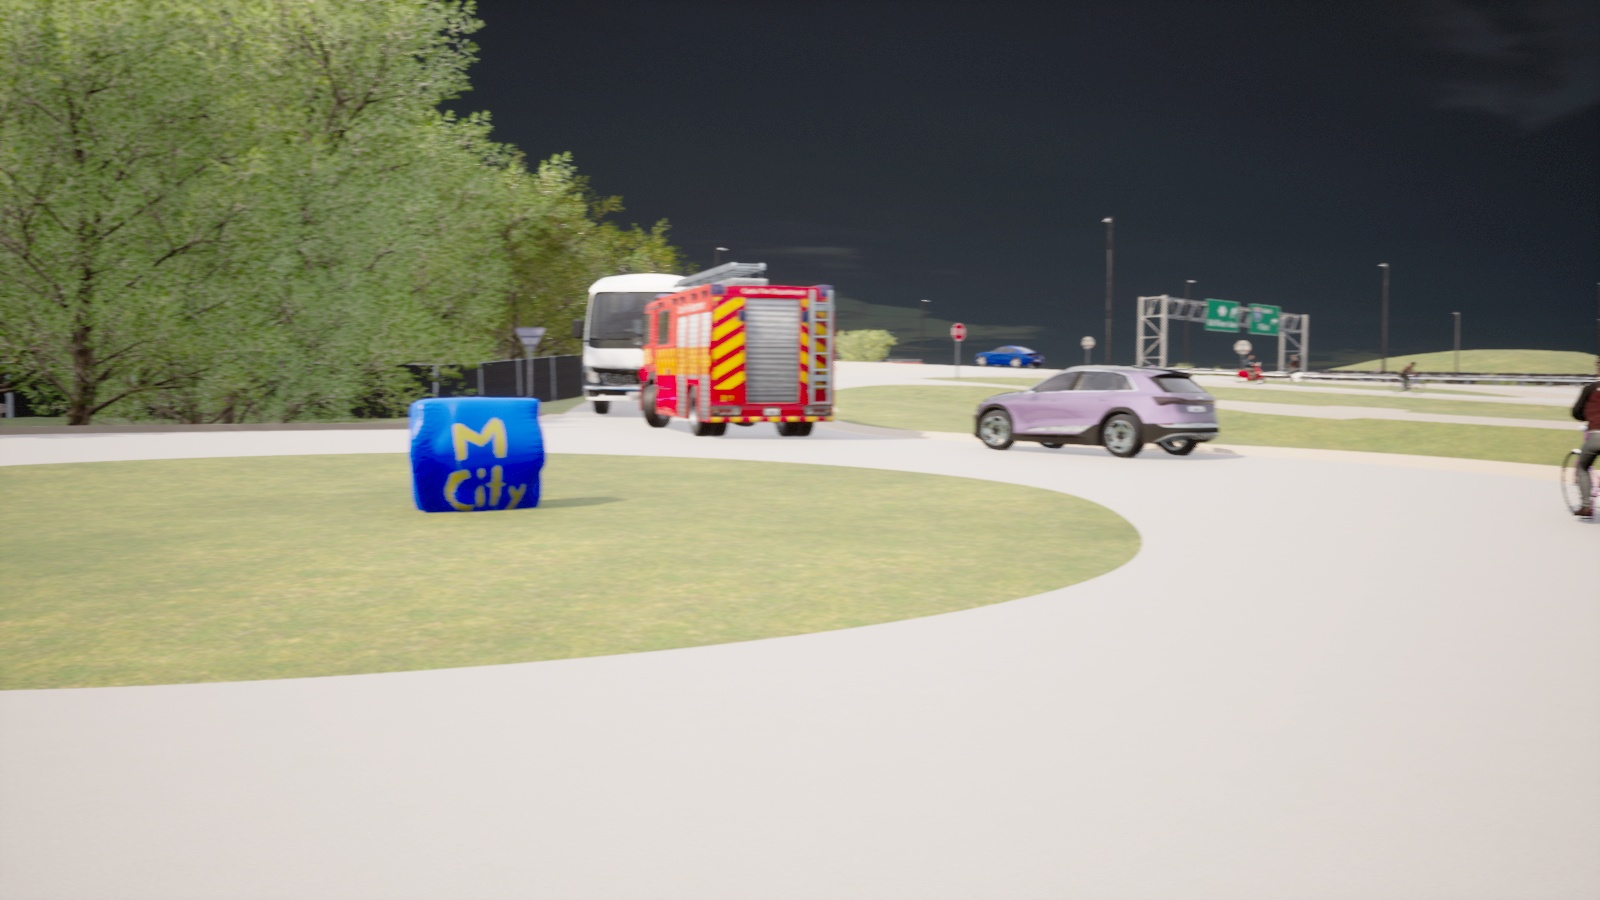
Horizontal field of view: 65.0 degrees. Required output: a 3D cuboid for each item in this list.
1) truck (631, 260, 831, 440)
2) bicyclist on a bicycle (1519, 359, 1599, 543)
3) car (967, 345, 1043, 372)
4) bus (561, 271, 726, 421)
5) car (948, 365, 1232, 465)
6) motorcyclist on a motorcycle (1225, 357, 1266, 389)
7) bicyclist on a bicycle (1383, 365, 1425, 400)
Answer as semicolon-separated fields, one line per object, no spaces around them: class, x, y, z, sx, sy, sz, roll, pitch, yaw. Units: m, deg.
truck;-2.007;-2.396;31.189;2.891;3.827;8.468;0;4;-18
bicyclist on a bicycle;8.286;-0.047;13.273;0.659;1.776;1.843;1;6;15
car;13.879;-6.216;85.254;1.882;1.535;5.008;-1;6;-40
bus;-4.777;-3.615;41.097;3.944;4.253;10.273;1;7;1
car;5.259;-0.720;23.382;2.033;1.649;4.856;-1;4;-39
motorcyclist on a motorcycle;24.410;-4.220;68.816;0.866;1.590;1.817;0;6;-37
bicyclist on a bicycle;29.876;-3.336;62.163;0.582;1.620;1.656;-1;6;-40
